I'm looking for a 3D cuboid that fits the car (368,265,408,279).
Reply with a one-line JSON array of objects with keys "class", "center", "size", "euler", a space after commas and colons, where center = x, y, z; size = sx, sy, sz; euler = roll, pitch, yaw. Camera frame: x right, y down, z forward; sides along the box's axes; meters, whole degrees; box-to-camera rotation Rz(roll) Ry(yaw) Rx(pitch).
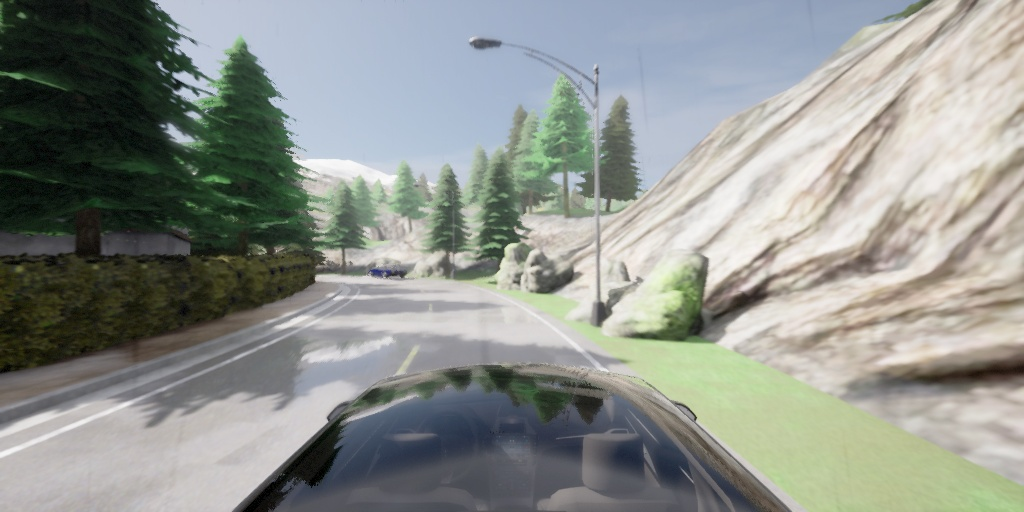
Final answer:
[{"class": "car", "center": [-12.006, 1.507, 34.443], "size": [4.718, 1.301, 1.895], "euler": [-1, 0, 44]}]
